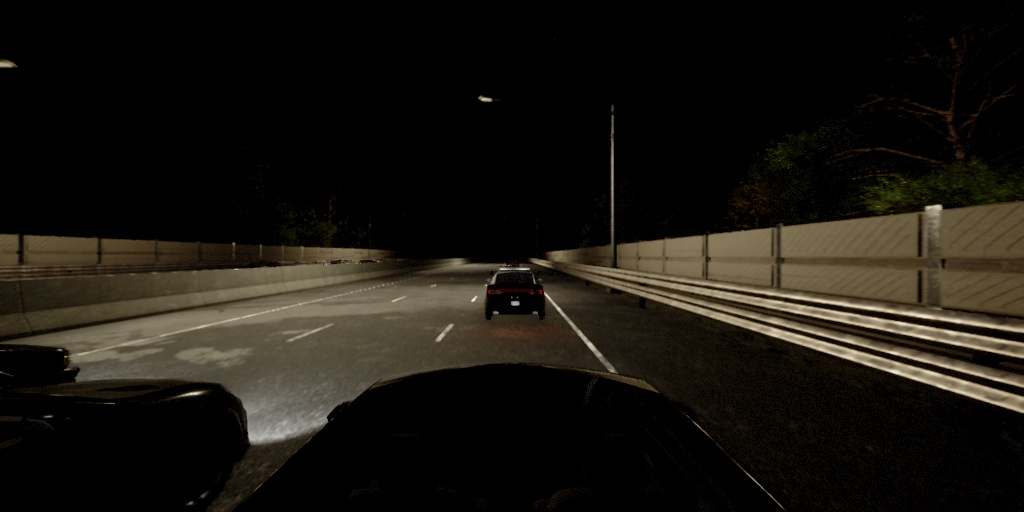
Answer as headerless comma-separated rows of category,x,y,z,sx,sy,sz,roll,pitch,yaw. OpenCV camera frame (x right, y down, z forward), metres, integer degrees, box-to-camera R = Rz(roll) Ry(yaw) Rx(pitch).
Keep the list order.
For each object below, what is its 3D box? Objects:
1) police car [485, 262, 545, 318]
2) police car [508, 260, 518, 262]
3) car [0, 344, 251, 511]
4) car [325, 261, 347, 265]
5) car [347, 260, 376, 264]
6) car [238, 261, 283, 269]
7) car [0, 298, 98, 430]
police car,0.099,1.173,13.035,1.930,1.638,5.238,0,0,0
police car,0.100,1.247,44.010,2.038,1.542,4.974,0,0,0
car,-3.401,1.314,1.564,1.994,1.385,4.181,0,0,0
car,-21.081,1.290,43.017,2.033,1.411,5.357,0,0,0
car,-17.582,1.248,43.251,1.837,1.490,4.892,0,0,0
car,-24.593,1.246,35.082,1.837,1.490,4.892,0,1,0
car,-6.899,1.297,2.412,2.033,1.411,5.357,0,0,0
